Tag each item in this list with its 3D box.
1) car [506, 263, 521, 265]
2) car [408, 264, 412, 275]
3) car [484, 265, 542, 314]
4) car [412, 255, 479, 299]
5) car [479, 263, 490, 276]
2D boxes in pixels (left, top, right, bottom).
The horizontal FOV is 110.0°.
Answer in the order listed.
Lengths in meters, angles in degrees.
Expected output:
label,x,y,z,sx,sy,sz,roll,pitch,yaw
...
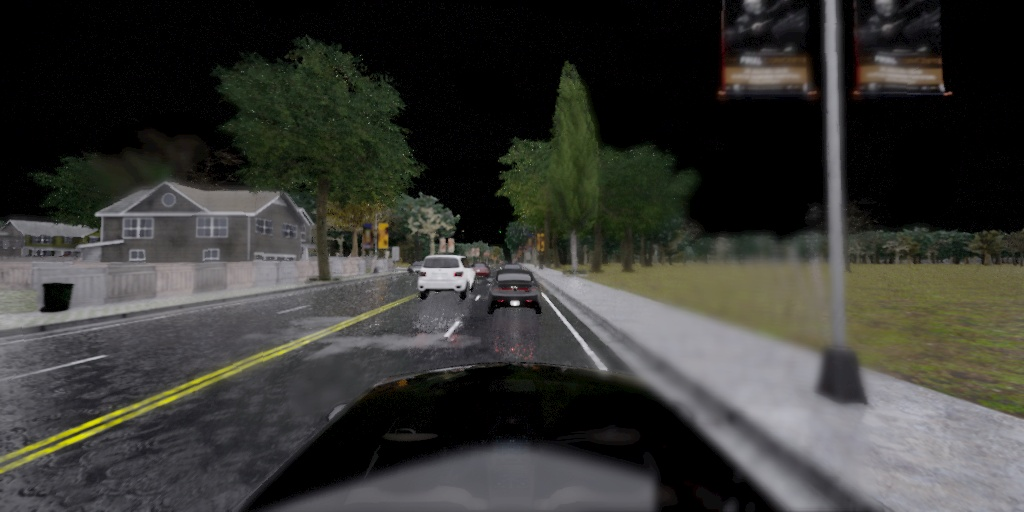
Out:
label,x,y,z,sx,sy,sz,roll,pitch,yaw
car,0.096,1.306,30.211,2.033,1.411,5.357,0,0,0
car,-9.832,1.270,38.948,2.128,1.511,4.902,0,0,0
car,0.098,1.249,13.811,1.837,1.490,4.892,0,0,0
car,-3.151,0.967,18.246,2.150,2.045,5.566,0,0,0
car,-3.155,1.332,35.620,1.994,1.385,4.181,0,0,0
